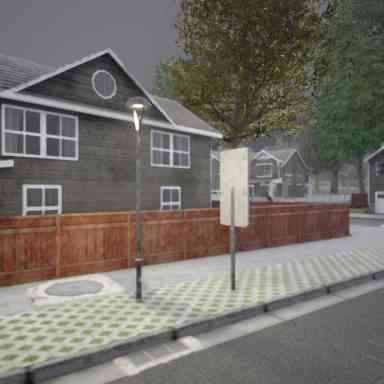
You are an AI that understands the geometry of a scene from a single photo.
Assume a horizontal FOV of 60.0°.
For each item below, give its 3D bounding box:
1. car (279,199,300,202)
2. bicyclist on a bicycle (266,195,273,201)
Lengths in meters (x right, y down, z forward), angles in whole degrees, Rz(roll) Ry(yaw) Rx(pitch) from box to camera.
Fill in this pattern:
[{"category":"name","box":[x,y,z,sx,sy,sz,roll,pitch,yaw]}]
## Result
[{"category":"car","box":[7.344,1.332,24.428,5.008,1.535,1.882,1,1,43]},{"category":"bicyclist on a bicycle","box":[7.507,1.101,32.287,0.582,1.620,1.656,1,1,43]}]
